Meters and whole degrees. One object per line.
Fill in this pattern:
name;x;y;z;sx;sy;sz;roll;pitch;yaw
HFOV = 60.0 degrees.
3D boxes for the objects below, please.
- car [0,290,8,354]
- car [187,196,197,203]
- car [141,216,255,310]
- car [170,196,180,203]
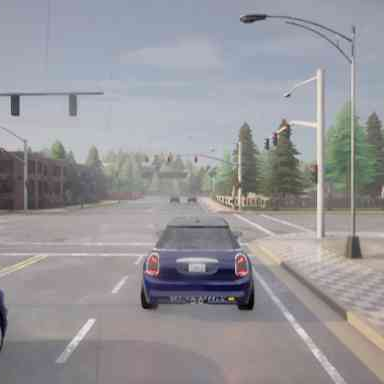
car;-3.441;1.477;2.523;1.882;1.535;5.008;0;0;0
car;0.037;1.497;68.264;1.837;1.490;4.892;0;0;0
car;0.158;1.351;7.976;2.097;1.767;4.553;0;0;2
car;-3.463;1.497;68.266;1.837;1.490;4.892;0;0;0
